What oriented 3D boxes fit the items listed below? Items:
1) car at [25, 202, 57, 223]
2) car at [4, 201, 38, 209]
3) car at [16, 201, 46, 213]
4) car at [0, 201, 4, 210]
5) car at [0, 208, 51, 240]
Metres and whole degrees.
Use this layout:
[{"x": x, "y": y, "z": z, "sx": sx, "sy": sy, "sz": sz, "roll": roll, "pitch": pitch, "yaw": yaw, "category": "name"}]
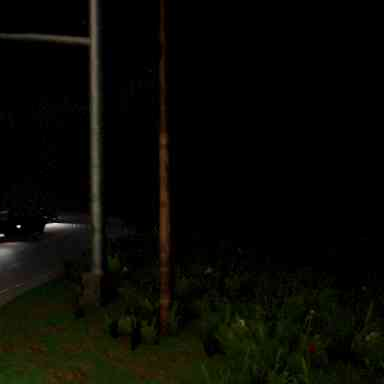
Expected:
[{"x": -12.458, "y": 1.825, "z": 27.660, "sx": 1.994, "sy": 1.385, "sz": 4.181, "roll": -1, "pitch": 0, "yaw": -29, "category": "car"}, {"x": -18.452, "y": 1.881, "z": 36.017, "sx": 1.837, "sy": 1.490, "sz": 4.892, "roll": 0, "pitch": 0, "yaw": -42, "category": "car"}, {"x": -21.324, "y": 1.955, "z": 43.911, "sx": 4.892, "sy": 1.490, "sz": 1.837, "roll": -1, "pitch": 0, "yaw": 42, "category": "car"}, {"x": -30.057, "y": 1.937, "z": 49.259, "sx": 4.553, "sy": 1.767, "sz": 2.097, "roll": -1, "pitch": 0, "yaw": 23, "category": "car"}, {"x": -9.454, "y": 1.778, "z": 18.136, "sx": 1.895, "sy": 1.301, "sz": 4.718, "roll": -1, "pitch": 0, "yaw": -9, "category": "car"}]
